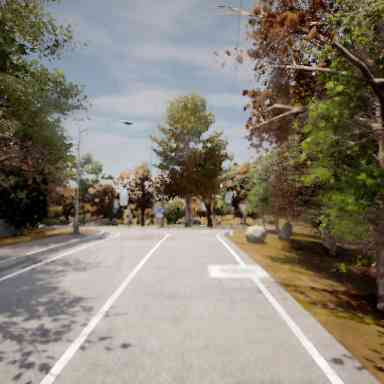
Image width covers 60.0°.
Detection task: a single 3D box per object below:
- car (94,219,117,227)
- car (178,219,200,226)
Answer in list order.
[{"bbox_3d":[-16.786,5.963,64.588,1.837,1.490,4.892,-5,-6,37],"label":"car"},{"bbox_3d":[-0.614,6.562,71.592,4.892,1.490,1.837,0,-5,8],"label":"car"}]
